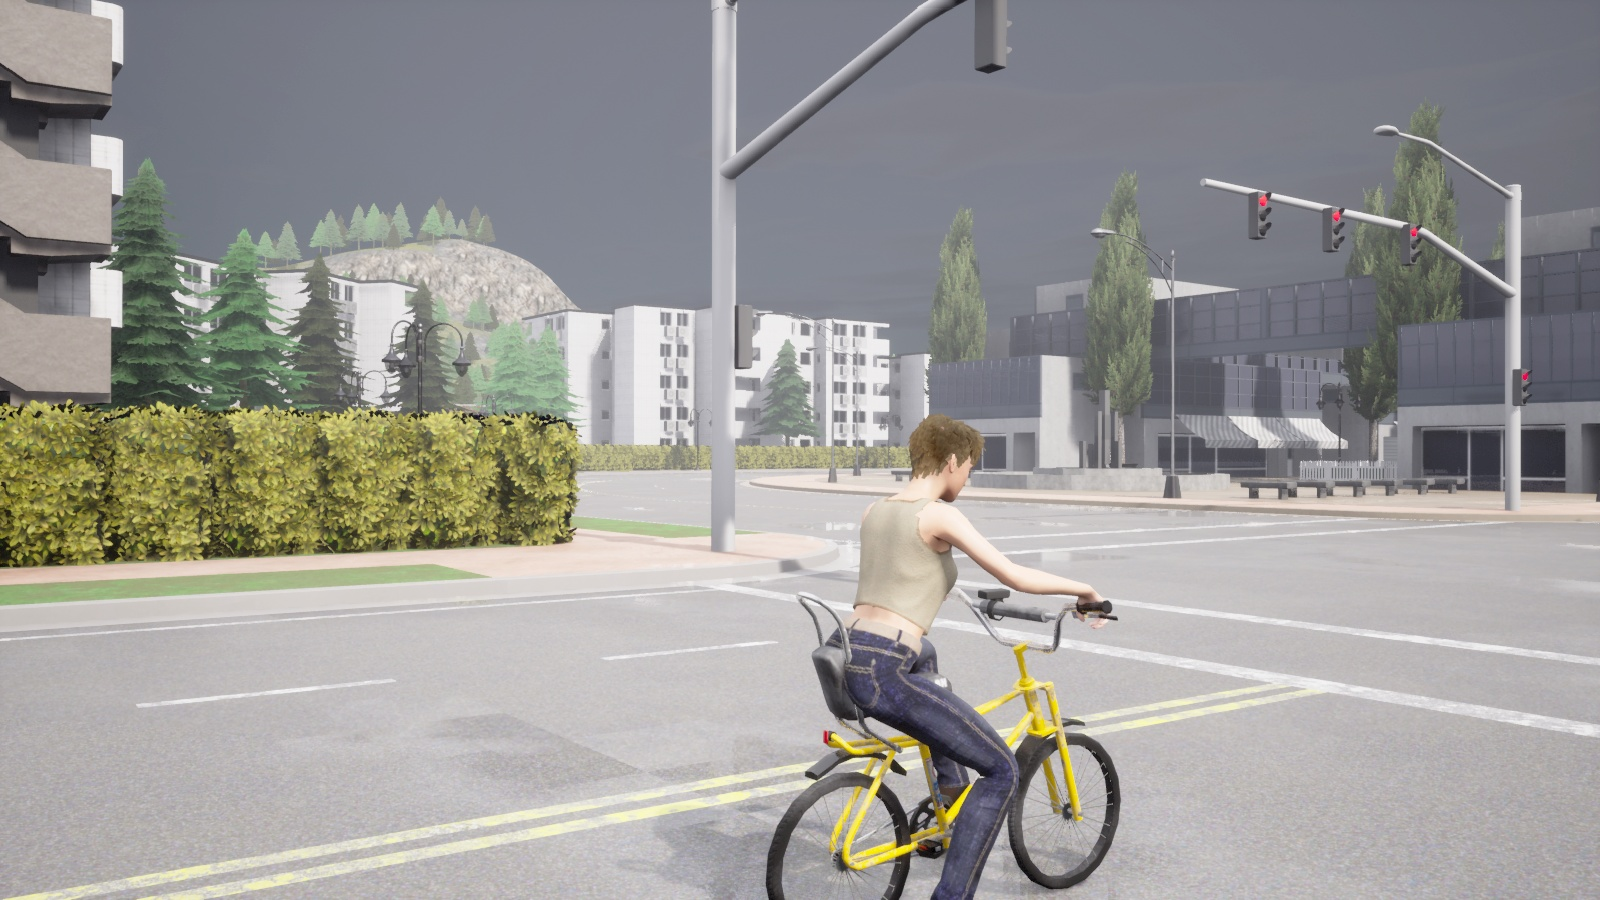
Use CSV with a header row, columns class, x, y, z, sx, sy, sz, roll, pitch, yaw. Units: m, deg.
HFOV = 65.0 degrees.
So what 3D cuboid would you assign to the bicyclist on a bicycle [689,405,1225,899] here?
class,x,y,z,sx,sy,sz,roll,pitch,yaw
bicyclist on a bicycle,0.520,0.690,4.026,1.509,1.612,0.866,0,0,-35
